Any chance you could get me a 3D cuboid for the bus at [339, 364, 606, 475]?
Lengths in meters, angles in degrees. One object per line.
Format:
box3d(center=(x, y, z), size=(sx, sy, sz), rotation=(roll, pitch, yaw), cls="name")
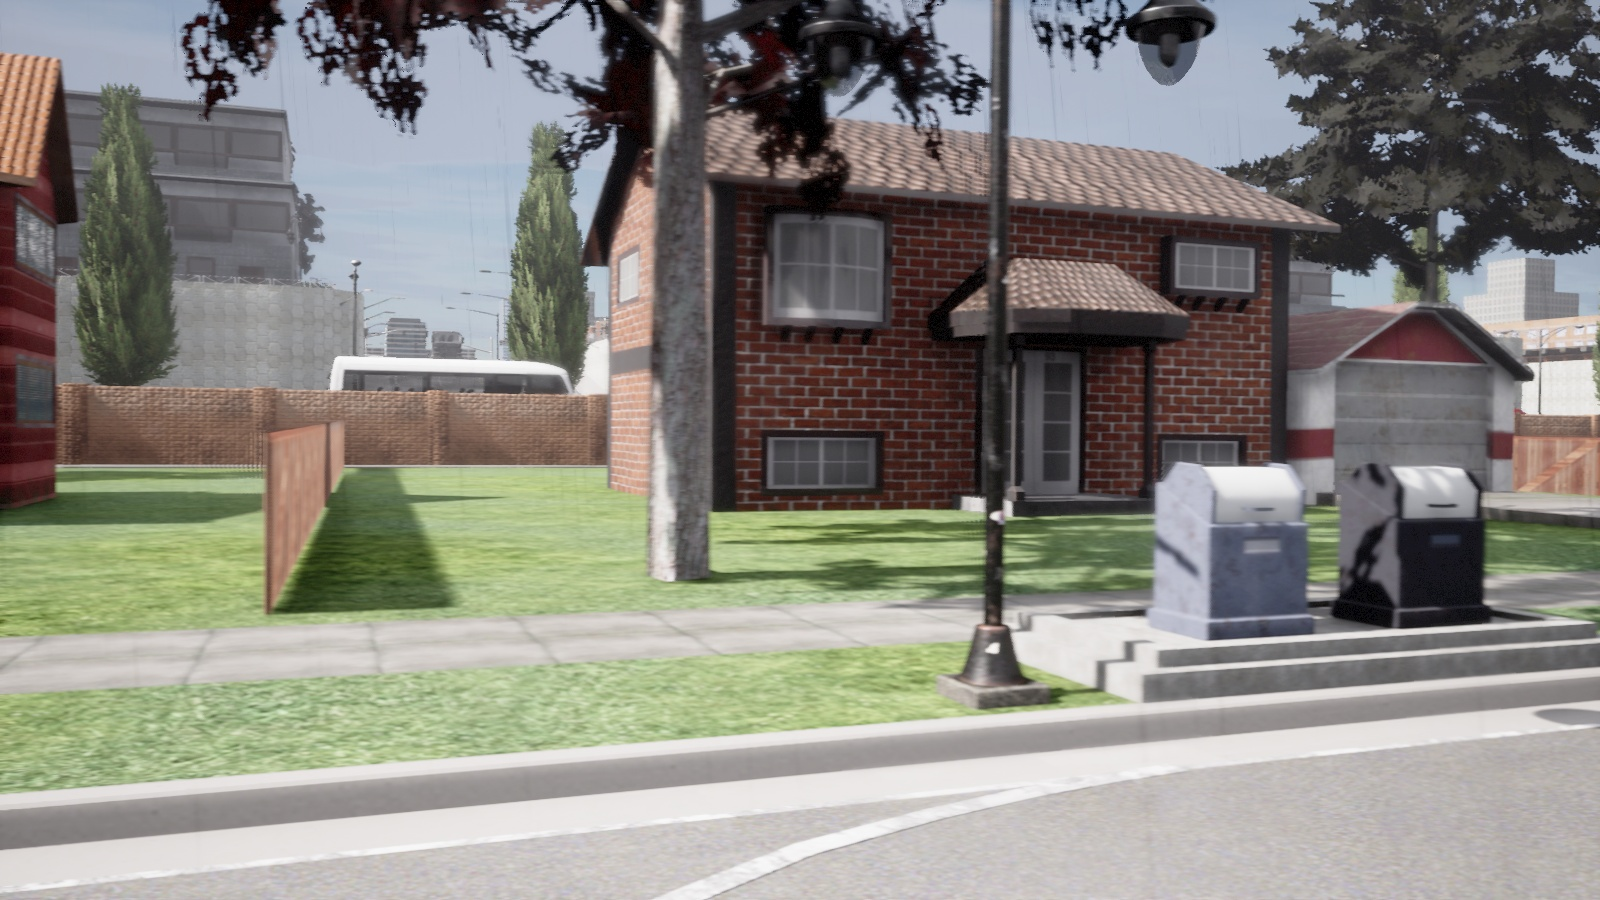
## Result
box3d(center=(-13.537, -1.276, 51.876), size=(10.273, 4.253, 3.944), rotation=(-1, 1, -20), cls="bus")
